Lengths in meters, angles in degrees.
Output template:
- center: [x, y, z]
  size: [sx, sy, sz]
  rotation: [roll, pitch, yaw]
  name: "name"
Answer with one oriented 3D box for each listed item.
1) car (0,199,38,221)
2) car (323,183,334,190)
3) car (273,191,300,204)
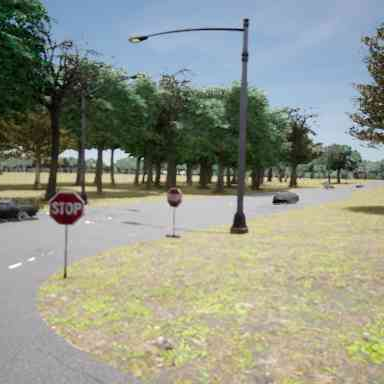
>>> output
- center: [-11.557, 1.112, 19.123]
  size: [1.895, 1.301, 4.718]
  rotation: [3, 4, 35]
  name: "car"
- center: [33.949, -1.349, 82.781]
  size: [1.837, 1.490, 4.892]
  rotation: [3, 4, 35]
  name: "car"
- center: [11.003, 0.575, 38.666]
  size: [1.994, 1.385, 4.181]
  rotation: [3, 4, 35]
  name: "car"
